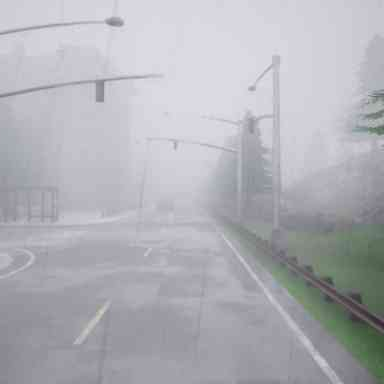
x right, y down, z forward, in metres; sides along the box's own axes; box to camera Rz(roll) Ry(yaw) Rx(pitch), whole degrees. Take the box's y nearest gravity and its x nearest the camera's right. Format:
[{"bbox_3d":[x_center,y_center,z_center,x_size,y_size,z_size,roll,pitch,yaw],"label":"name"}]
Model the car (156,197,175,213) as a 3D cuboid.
[{"bbox_3d":[-3.499,1.709,44.789,2.150,2.045,5.566,0,0,0],"label":"car"}]
